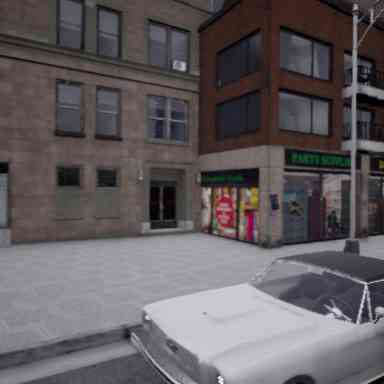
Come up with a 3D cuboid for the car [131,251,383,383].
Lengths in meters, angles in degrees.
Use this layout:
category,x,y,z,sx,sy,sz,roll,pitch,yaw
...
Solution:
category,x,y,z,sx,sy,sz,roll,pitch,yaw
car,1.686,1.563,4.347,4.718,1.301,1.895,0,1,-31
